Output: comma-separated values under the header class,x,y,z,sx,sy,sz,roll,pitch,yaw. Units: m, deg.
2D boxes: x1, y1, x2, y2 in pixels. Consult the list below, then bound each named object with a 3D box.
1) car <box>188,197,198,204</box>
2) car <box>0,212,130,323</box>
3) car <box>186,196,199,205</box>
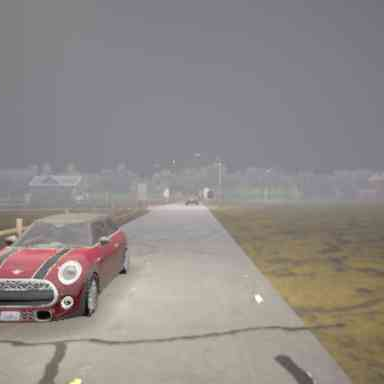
class,x,y,z,sx,sy,sz,roll,pitch,yaw
car,0.221,1.680,67.558,1.994,1.385,4.181,0,0,0
car,-2.802,1.325,7.411,2.097,1.767,4.553,0,0,0
car,0.048,1.384,57.427,2.097,1.767,4.553,0,0,3
